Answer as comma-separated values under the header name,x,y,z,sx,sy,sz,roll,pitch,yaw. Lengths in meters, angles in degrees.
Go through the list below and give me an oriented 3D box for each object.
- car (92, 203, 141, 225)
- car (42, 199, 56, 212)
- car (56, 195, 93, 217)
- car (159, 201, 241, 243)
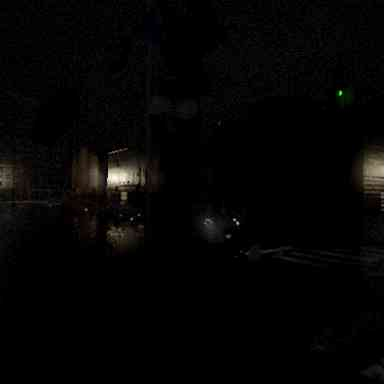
name,x,y,z,sx,sy,sz,roll,pitch,yaw
car,-5.409,1.549,24.270,1.812,1.442,4.674,0,0,-35
car,-17.166,1.592,40.857,1.812,1.442,4.674,0,0,-35
car,-11.181,1.267,32.381,2.150,2.045,5.566,0,-1,-35
car,0.280,1.355,16.321,2.097,1.767,4.553,0,0,-36
